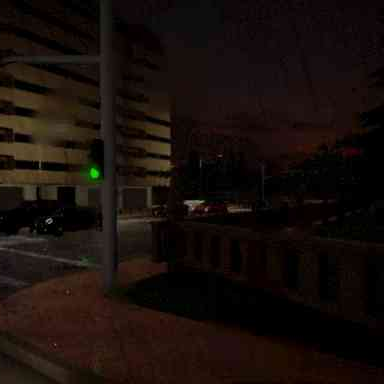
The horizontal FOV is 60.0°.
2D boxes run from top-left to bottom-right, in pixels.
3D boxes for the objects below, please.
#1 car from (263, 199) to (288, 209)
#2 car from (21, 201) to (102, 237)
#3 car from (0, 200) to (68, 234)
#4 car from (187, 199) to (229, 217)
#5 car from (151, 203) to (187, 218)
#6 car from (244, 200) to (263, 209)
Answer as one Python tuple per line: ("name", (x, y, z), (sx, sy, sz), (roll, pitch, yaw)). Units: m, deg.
("car", (12.652, 1.831, 49.181), (1.837, 1.490, 4.892), (-1, -1, 35))
("car", (-7.527, 1.639, 20.453), (2.097, 1.767, 4.553), (-1, -1, 35))
("car", (-10.634, 1.554, 22.120), (2.150, 2.045, 5.566), (-1, -1, 35))
("car", (1.880, 1.634, 33.921), (2.097, 1.767, 4.553), (-1, 0, 35))
("car", (-2.152, 1.819, 34.261), (2.128, 1.511, 4.902), (-1, 0, 35))
("car", (9.692, 1.853, 51.060), (1.812, 1.442, 4.674), (-1, -1, 35))
